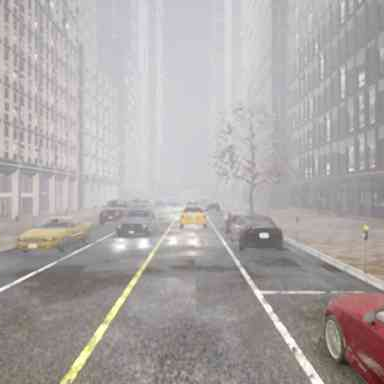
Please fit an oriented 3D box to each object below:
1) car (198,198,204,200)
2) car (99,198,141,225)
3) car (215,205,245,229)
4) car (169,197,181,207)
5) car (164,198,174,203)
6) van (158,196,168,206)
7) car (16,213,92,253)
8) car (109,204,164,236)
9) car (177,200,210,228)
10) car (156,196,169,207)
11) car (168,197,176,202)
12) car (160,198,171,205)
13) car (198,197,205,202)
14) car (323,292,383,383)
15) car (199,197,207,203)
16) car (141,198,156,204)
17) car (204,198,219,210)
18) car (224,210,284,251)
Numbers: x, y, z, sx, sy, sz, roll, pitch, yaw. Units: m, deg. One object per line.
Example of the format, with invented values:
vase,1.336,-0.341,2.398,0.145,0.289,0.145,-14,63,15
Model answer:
car,0.073,1.824,41.656,2.033,1.411,5.357,0,0,0
car,-5.695,1.492,25.840,2.192,1.841,5.009,0,0,0
car,2.687,1.689,20.135,2.008,1.369,4.403,0,0,0
car,-3.044,1.873,61.117,1.882,1.535,5.008,0,0,1
car,-5.692,2.083,82.761,1.947,1.339,4.313,0,0,0
van,-5.693,1.764,65.684,1.690,1.788,3.998,0,0,0
car,-5.694,1.625,14.286,1.752,1.417,4.829,0,0,0
car,-3.100,1.683,19.691,2.033,1.411,5.357,0,0,0
car,0.098,1.617,23.626,1.801,1.575,5.366,0,0,0
car,-5.693,1.829,59.992,1.967,1.590,4.097,0,0,0
car,-5.692,2.142,94.145,1.947,1.339,4.313,0,0,0
car,-5.692,2.021,71.377,1.947,1.339,4.313,0,0,0
car,2.689,2.157,94.137,1.802,1.307,4.206,0,0,0
car,2.687,1.604,3.060,1.802,1.307,4.206,0,0,0
car,2.689,2.061,82.752,1.887,1.381,4.507,0,0,0
car,-5.694,1.564,37.225,2.192,1.841,5.009,0,0,0
car,2.688,1.835,42.904,2.008,1.369,4.403,0,0,0
car,2.687,1.666,14.442,1.947,1.339,4.313,0,0,0
